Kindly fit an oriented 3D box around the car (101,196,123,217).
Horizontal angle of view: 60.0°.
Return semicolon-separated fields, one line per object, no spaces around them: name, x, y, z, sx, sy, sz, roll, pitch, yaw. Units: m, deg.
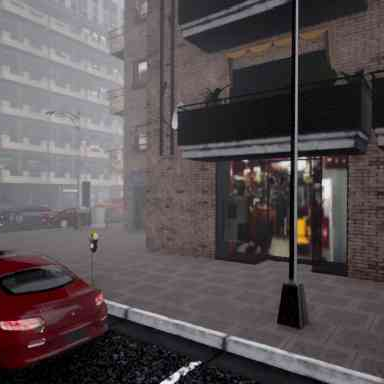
car;-7.761;1.485;34.612;2.150;2.045;5.566;1;0;36

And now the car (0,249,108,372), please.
car;-3.085;1.582;5.205;4.206;1.307;1.802;0;0;36

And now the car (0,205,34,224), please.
car;-13.244;1.727;26.979;1.994;1.385;4.181;1;0;36

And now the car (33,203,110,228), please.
car;-8.461;1.756;23.702;1.887;1.381;4.507;0;-1;36

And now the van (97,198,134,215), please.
van;-8.636;1.606;37.821;1.690;1.788;3.998;0;-1;36
